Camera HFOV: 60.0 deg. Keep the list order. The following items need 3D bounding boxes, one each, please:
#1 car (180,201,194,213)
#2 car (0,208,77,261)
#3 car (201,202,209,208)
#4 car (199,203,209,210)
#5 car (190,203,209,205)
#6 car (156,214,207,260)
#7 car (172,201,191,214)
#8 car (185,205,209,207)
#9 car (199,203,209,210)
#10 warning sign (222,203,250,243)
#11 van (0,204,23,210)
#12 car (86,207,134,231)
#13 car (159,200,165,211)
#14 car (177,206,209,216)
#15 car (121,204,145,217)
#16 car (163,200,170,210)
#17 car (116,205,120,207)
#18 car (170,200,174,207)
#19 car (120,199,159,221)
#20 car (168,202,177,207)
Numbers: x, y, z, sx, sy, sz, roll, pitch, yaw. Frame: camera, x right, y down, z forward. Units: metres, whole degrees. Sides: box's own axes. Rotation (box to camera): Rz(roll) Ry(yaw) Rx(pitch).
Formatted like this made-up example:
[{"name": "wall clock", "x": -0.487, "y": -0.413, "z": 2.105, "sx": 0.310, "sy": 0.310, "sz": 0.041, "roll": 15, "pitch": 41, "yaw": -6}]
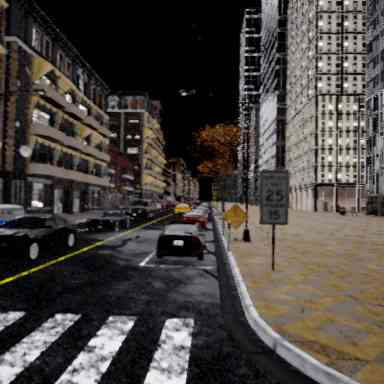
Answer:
[{"name": "car", "x": -0.761, "y": 2.503, "z": 56.679, "sx": 2.097, "sy": 1.767, "sz": 4.553, "roll": 1, "pitch": -1, "yaw": 2}, {"name": "car", "x": -6.199, "y": 1.596, "z": 12.984, "sx": 1.882, "sy": 1.535, "sz": 5.008, "roll": 1, "pitch": -1, "yaw": 3}, {"name": "car", "x": 3.330, "y": 3.298, "z": 85.817, "sx": 1.967, "sy": 1.590, "sz": 4.097, "roll": 2, "pitch": -1, "yaw": 3}, {"name": "car", "x": 2.475, "y": 3.038, "z": 69.133, "sx": 2.008, "sy": 1.369, "sz": 4.403, "roll": 2, "pitch": -1, "yaw": 3}, {"name": "car", "x": 1.055, "y": 2.425, "z": 41.327, "sx": 2.008, "sy": 1.369, "sz": 4.403, "roll": 2, "pitch": -1, "yaw": 3}, {"name": "car", "x": -0.365, "y": 1.833, "z": 13.522, "sx": 1.947, "sy": 1.339, "sz": 4.313, "roll": 2, "pitch": -1, "yaw": 3}, {"name": "car", "x": -1.286, "y": 2.406, "z": 46.576, "sx": 1.882, "sy": 1.535, "sz": 5.008, "roll": 1, "pitch": -1, "yaw": 3}, {"name": "car", "x": 0.488, "y": 2.181, "z": 30.205, "sx": 2.008, "sy": 1.369, "sz": 4.403, "roll": 2, "pitch": -1, "yaw": 3}, {"name": "car", "x": 2.759, "y": 3.162, "z": 74.693, "sx": 2.008, "sy": 1.369, "sz": 4.403, "roll": 2, "pitch": -1, "yaw": 3}, {"name": "warning sign", "x": 2.144, "y": 1.500, "z": 16.364, "sx": 1.300, "sy": 1.860, "sz": 1.060, "roll": 0, "pitch": -2, "yaw": 3}, {"name": "van", "x": -8.723, "y": 1.421, "z": 13.959, "sx": 1.690, "sy": 1.788, "sz": 3.998, "roll": 2, "pitch": -1, "yaw": 3}, {"name": "car", "x": -5.682, "y": 1.940, "z": 23.119, "sx": 1.895, "sy": 1.301, "sz": 4.718, "roll": 1, "pitch": -1, "yaw": 3}, {"name": "car", "x": -6.468, "y": 2.575, "z": 58.273, "sx": 1.752, "sy": 1.417, "sz": 4.829, "roll": 2, "pitch": -1, "yaw": 3}, {"name": "car", "x": 0.204, "y": 2.054, "z": 24.643, "sx": 1.887, "sy": 1.381, "sz": 4.507, "roll": 2, "pitch": -1, "yaw": 3}, {"name": "car", "x": -7.312, "y": 2.237, "z": 41.760, "sx": 2.008, "sy": 1.369, "sz": 4.403, "roll": 2, "pitch": -1, "yaw": 3}, {"name": "car", "x": -6.166, "y": 2.492, "z": 64.009, "sx": 2.192, "sy": 1.841, "sz": 5.009, "roll": 2, "pitch": -1, "yaw": 3}, {"name": "car", "x": -7.596, "y": 2.130, "z": 36.199, "sx": 1.947, "sy": 1.339, "sz": 4.313, "roll": 2, "pitch": -1, "yaw": 3}, {"name": "car", "x": -5.315, "y": 2.862, "z": 80.691, "sx": 2.192, "sy": 1.841, "sz": 5.009, "roll": 2, "pitch": -1, "yaw": 3}, {"name": "car", "x": -5.141, "y": 1.784, "z": 33.350, "sx": 2.150, "sy": 2.045, "sz": 5.566, "roll": 1, "pitch": -1, "yaw": 3}, {"name": "car", "x": -5.041, "y": 3.214, "z": 86.248, "sx": 1.887, "sy": 1.381, "sz": 4.507, "roll": 2, "pitch": -1, "yaw": 3}]
